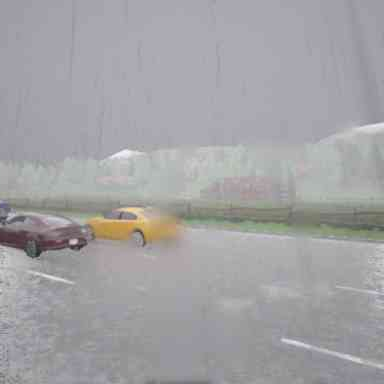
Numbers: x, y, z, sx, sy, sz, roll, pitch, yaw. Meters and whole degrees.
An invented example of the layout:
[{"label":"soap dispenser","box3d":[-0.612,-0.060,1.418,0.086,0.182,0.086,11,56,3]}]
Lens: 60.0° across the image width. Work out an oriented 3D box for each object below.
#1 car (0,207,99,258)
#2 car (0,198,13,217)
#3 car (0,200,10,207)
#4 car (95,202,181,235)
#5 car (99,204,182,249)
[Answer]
[{"label":"car","box3d":[-5.810,1.467,12.409,4.674,1.442,1.812,0,0,36]},{"label":"car","box3d":[-18.298,1.320,29.900,5.008,1.535,1.882,0,0,36]},{"label":"car","box3d":[-14.924,1.423,23.188,5.357,1.411,2.033,0,0,36]},{"label":"car","box3d":[-3.222,1.410,19.165,5.008,1.535,1.882,1,0,36]},{"label":"car","box3d":[-2.743,1.426,14.517,5.008,1.535,1.882,1,0,36]}]
